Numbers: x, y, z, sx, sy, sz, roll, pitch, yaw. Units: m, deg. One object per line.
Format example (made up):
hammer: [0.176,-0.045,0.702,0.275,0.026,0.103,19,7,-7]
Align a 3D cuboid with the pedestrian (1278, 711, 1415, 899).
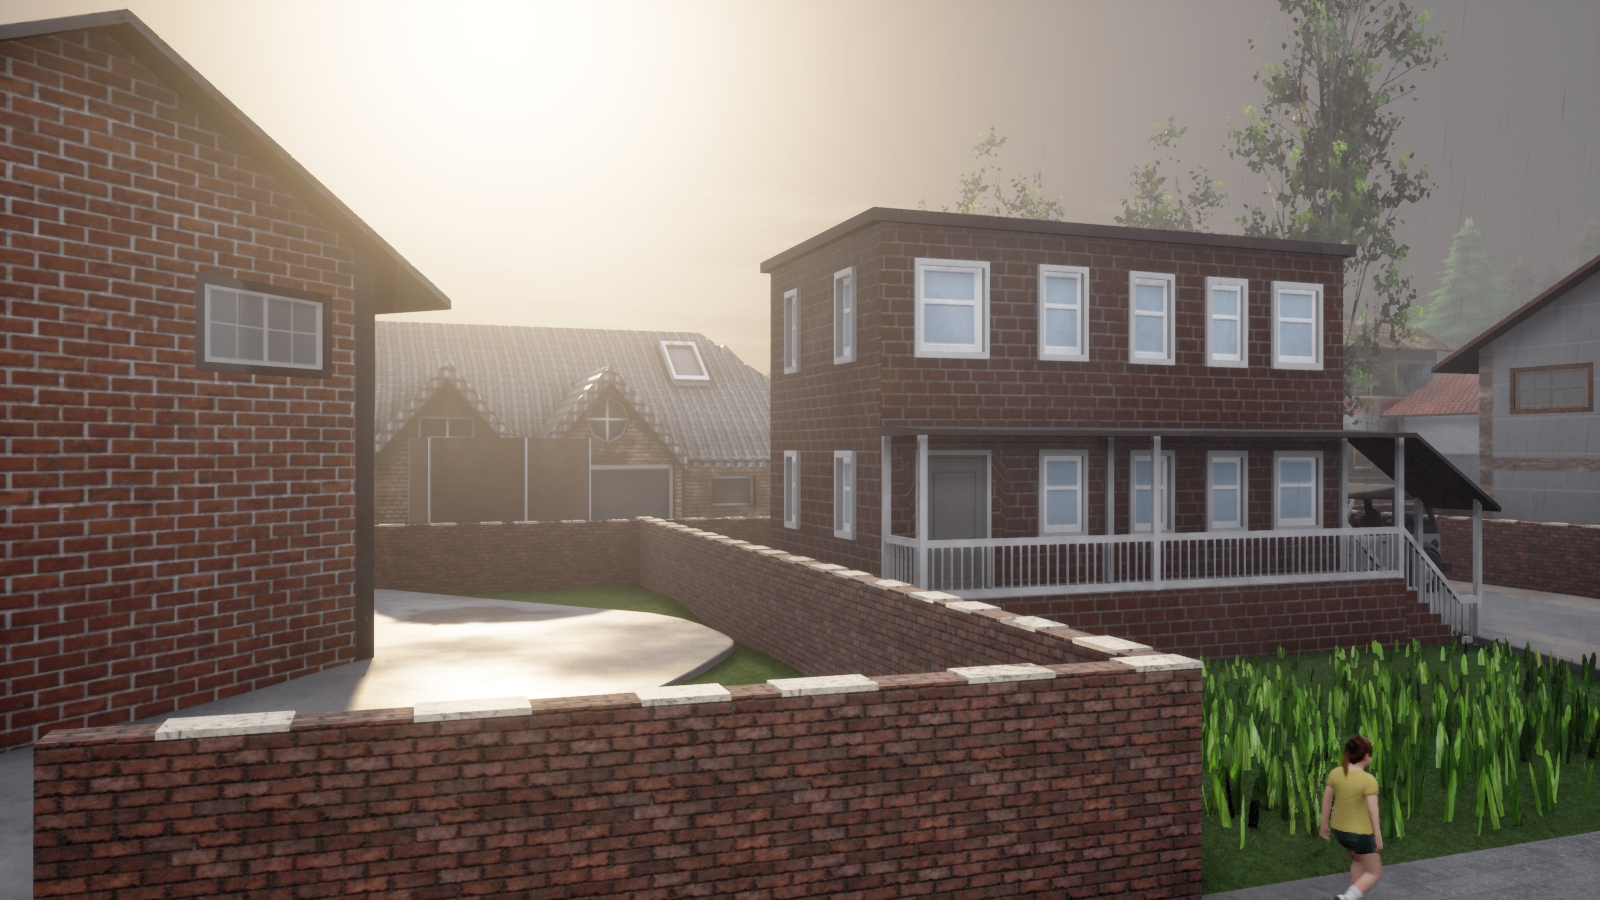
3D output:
pedestrian: [3.135,2.127,6.569,0.500,1.100,0.500,0,0,-23]
